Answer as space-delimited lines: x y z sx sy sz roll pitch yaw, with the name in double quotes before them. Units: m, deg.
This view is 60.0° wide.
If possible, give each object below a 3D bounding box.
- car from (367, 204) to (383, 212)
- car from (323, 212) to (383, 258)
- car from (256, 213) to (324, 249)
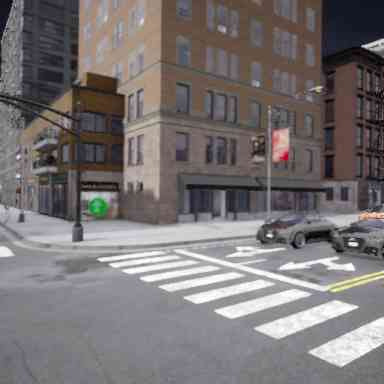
"car" 11.910 1.520 20.138 4.553 1.767 2.097 1 0 -35
"car" 7.292 1.669 12.868 4.181 1.385 1.994 1 0 -36
"car" 4.897 1.663 15.158 4.181 1.385 1.994 1 0 -36
